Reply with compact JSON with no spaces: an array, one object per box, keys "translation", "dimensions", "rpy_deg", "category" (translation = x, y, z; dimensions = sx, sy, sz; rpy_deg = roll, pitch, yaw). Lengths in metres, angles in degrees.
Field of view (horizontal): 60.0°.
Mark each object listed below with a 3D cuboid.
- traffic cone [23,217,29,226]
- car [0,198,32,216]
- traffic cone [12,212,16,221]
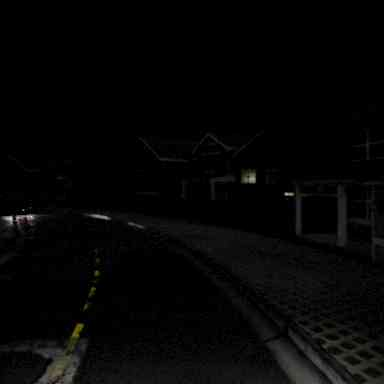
[{"translation":[-10.443,1.845,20.906],"dimensions":[0.340,0.580,0.340],"rpy_deg":[-1,1,-27],"category":"traffic cone"},{"translation":[-16.626,1.314,30.757],"dimensions":[4.892,1.490,1.837],"rpy_deg":[0,0,40],"category":"car"},{"translation":[-13.208,1.818,24.726],"dimensions":[0.340,0.580,0.340],"rpy_deg":[-1,1,-40],"category":"traffic cone"}]
